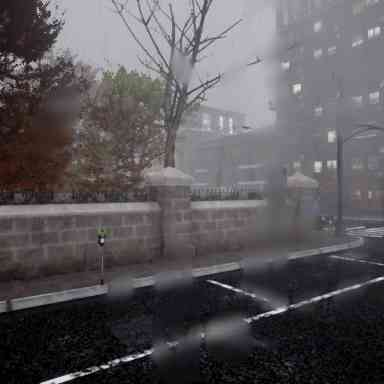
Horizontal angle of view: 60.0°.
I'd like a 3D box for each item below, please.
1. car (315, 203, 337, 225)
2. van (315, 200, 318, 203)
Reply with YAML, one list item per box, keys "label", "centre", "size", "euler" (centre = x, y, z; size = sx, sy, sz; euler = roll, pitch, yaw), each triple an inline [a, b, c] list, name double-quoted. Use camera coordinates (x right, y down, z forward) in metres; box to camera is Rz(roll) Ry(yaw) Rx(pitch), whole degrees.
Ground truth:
- label: "car"
  centre: [8.281, 1.801, 25.766]
  size: [2.033, 1.411, 5.357]
  euler: [0, -1, -36]
- label: "van"
  centre: [10.417, 1.646, 32.623]
  size: [1.690, 1.788, 3.998]
  euler: [-1, 0, -36]
